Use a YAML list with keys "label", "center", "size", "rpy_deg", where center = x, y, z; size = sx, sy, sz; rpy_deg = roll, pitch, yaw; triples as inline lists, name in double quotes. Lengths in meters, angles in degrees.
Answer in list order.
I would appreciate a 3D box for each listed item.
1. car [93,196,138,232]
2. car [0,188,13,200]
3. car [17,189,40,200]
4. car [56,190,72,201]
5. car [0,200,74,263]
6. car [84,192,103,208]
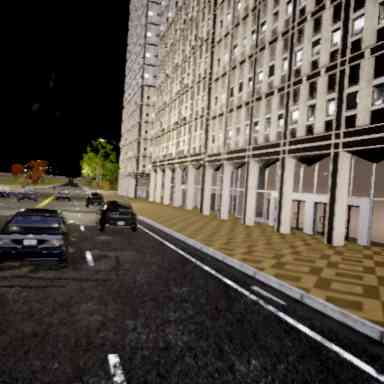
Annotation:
- label: "car"
  center: [-4.158, 1.207, 18.106]
  size: [1.837, 1.490, 4.892]
  rpy_deg: [4, 0, -20]
- label: "car"
  center: [-21.768, 0.149, 37.782]
  size: [1.895, 1.301, 4.718]
  rpy_deg: [4, 0, -20]
- label: "car"
  center: [-17.903, 0.342, 36.623]
  size: [2.033, 1.411, 5.357]
  rpy_deg: [4, 0, -20]
- label: "car"
  center: [-16.767, 0.395, 43.568]
  size: [2.033, 1.411, 5.357]
  rpy_deg: [4, 0, -20]
- label: "car"
  center: [-4.831, 1.223, 10.537]
  size: [2.033, 1.411, 5.357]
  rpy_deg: [4, 0, -20]
- label: "car"
  center: [-9.918, 0.811, 34.093]
  size: [1.837, 1.490, 4.892]
  rpy_deg: [4, 1, -20]
